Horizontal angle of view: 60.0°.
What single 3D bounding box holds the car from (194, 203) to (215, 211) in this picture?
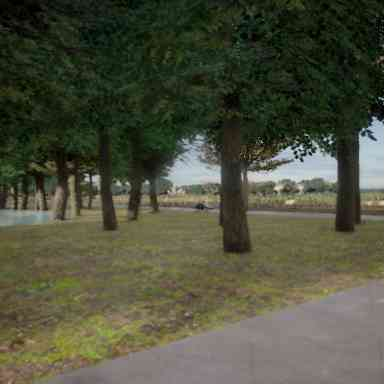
[{"bbox_3d":[2.386,2.960,64.985,1.837,1.490,4.892,0,-1,-35],"label":"car"}]
